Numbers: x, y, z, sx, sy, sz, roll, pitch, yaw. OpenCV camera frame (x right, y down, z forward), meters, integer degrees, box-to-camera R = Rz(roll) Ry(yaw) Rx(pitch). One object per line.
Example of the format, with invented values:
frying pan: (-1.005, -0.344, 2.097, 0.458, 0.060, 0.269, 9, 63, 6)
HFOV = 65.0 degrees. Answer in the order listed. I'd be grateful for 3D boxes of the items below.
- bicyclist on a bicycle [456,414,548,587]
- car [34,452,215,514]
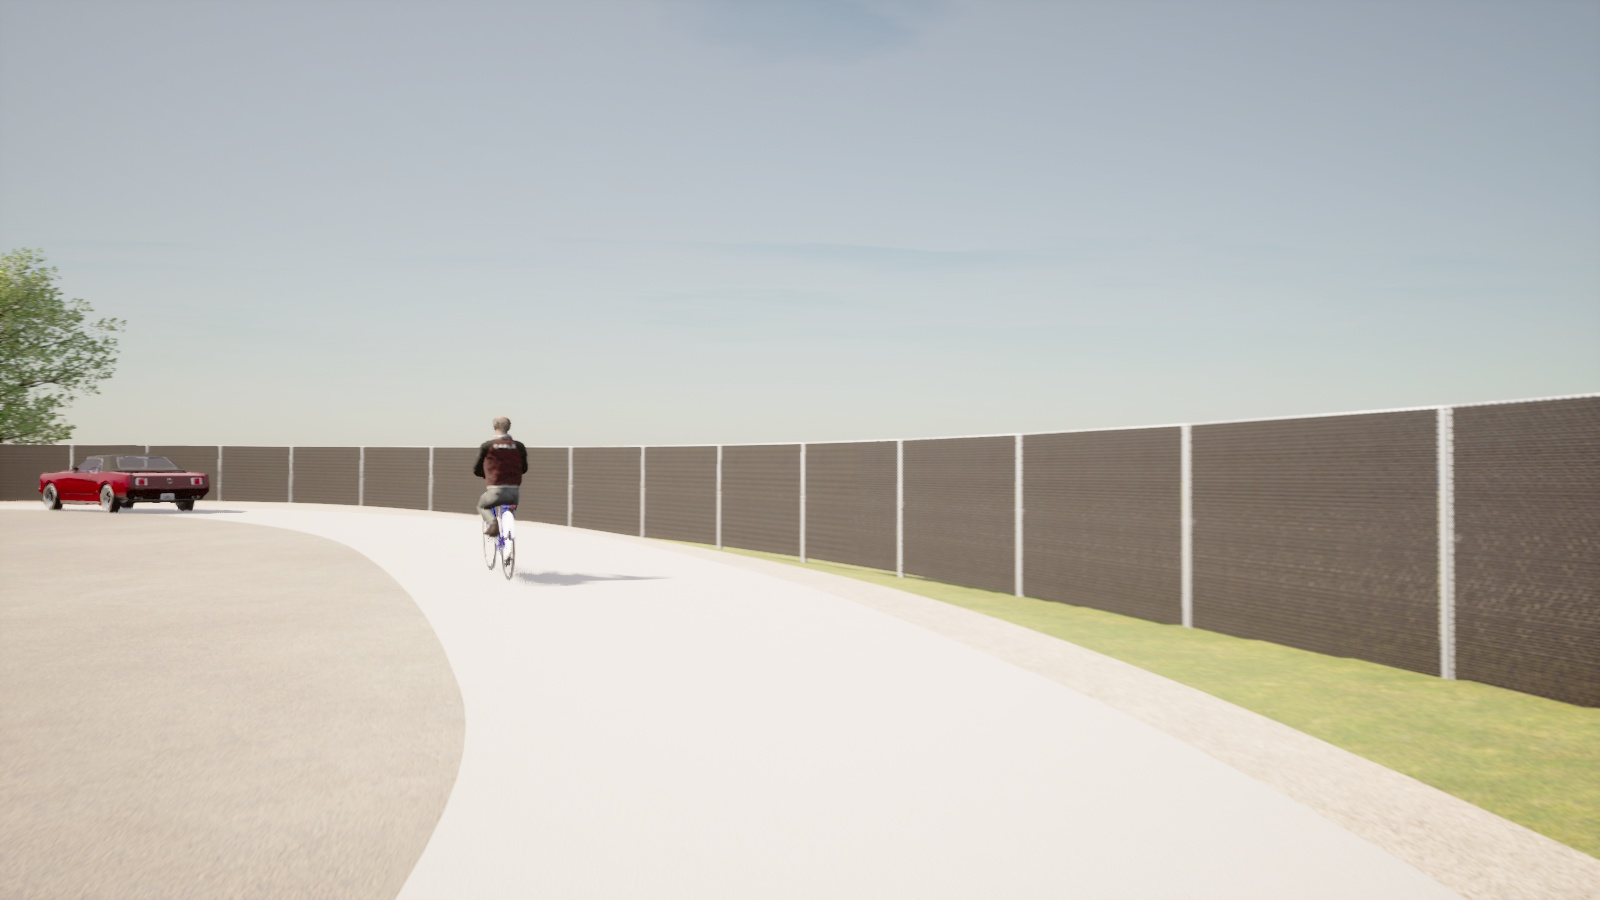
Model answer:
bicyclist on a bicycle: (-3.304, 0.505, 13.801, 0.659, 1.776, 1.843, 0, 1, -23)
car: (-15.581, 0.735, 28.878, 4.718, 1.301, 1.895, -1, -1, 37)
